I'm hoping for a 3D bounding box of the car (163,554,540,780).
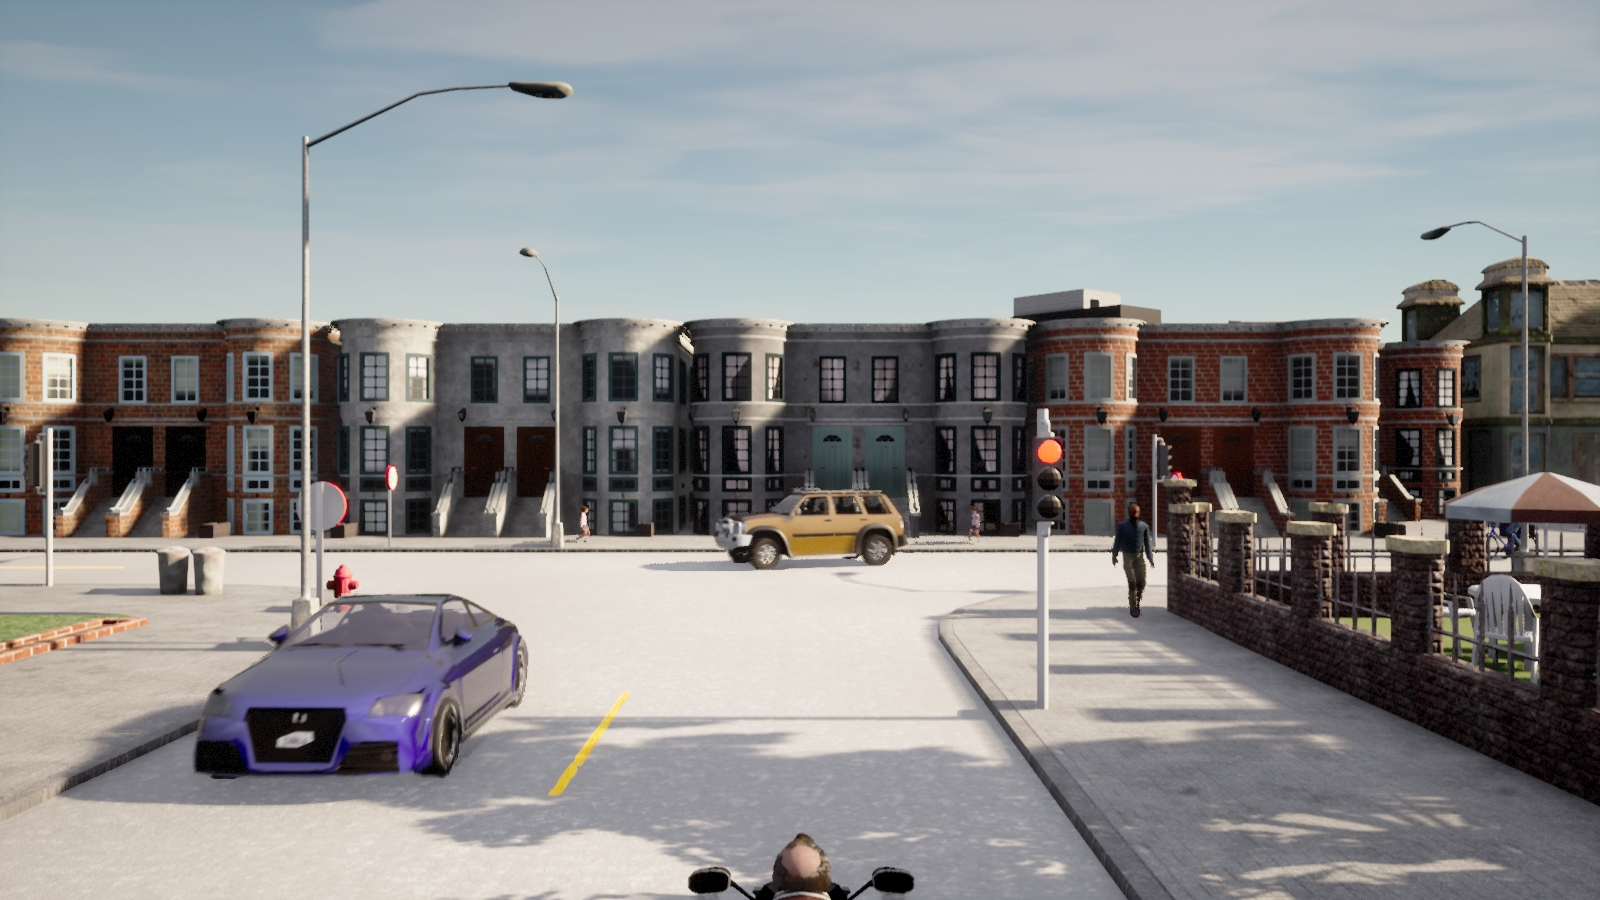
[{"bbox_3d":[-3.999,1.894,11.060,1.994,1.385,4.181,0,0,0],"label":"car"}]

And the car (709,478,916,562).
[{"bbox_3d":[0.300,1.632,27.666,4.605,1.855,1.932,0,-1,-21],"label":"car"}]

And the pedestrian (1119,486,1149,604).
[{"bbox_3d":[5.351,1.508,18.309,0.375,1.860,0.375,0,0,2],"label":"pedestrian"}]

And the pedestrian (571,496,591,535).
[{"bbox_3d":[-6.305,1.891,32.947,0.500,1.100,0.500,0,0,-3],"label":"pedestrian"}]

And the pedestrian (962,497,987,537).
[{"bbox_3d":[4.947,1.891,32.370,0.500,1.100,0.500,0,0,-34],"label":"pedestrian"}]
